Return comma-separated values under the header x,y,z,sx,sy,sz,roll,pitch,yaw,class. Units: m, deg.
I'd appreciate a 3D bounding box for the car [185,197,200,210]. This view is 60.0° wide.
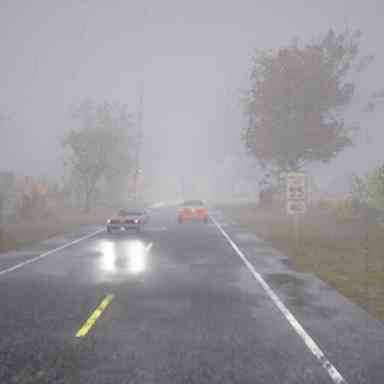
x,y,z,sx,sy,sz,roll,pitch,yaw,class
0.091,1.493,43.492,1.882,1.535,5.008,0,0,0,car

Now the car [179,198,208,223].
x,y,z,sx,sy,sz,roll,pitch,yaw,class
0.084,1.341,25.785,2.097,1.767,4.553,0,0,0,car

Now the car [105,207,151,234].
x,y,z,sx,sy,sz,roll,pitch,yaw,class
-3.576,1.586,19.306,1.895,1.301,4.718,0,0,0,car
